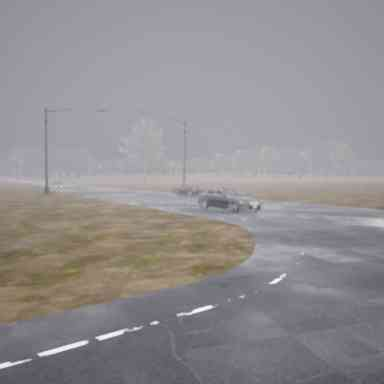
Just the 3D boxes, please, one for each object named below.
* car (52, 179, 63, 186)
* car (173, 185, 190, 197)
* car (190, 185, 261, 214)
[{"bbox_3d":[-29.980,-2.108,74.134,1.994,1.385,4.181,-1,3,-30],"label":"car"},{"bbox_3d":[-0.255,-0.138,37.313,1.895,1.301,4.718,-1,3,-34],"label":"car"},{"bbox_3d":[2.277,0.480,21.242,2.128,1.511,4.902,-1,3,-34],"label":"car"}]
